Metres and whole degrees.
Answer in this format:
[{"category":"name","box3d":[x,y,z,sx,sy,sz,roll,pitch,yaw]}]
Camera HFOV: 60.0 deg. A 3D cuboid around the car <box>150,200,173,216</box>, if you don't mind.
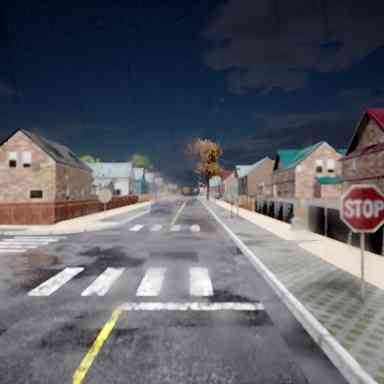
[{"category":"car","box3d":[-2.721,1.422,30.751,2.033,1.411,5.357,0,0,0]}]
